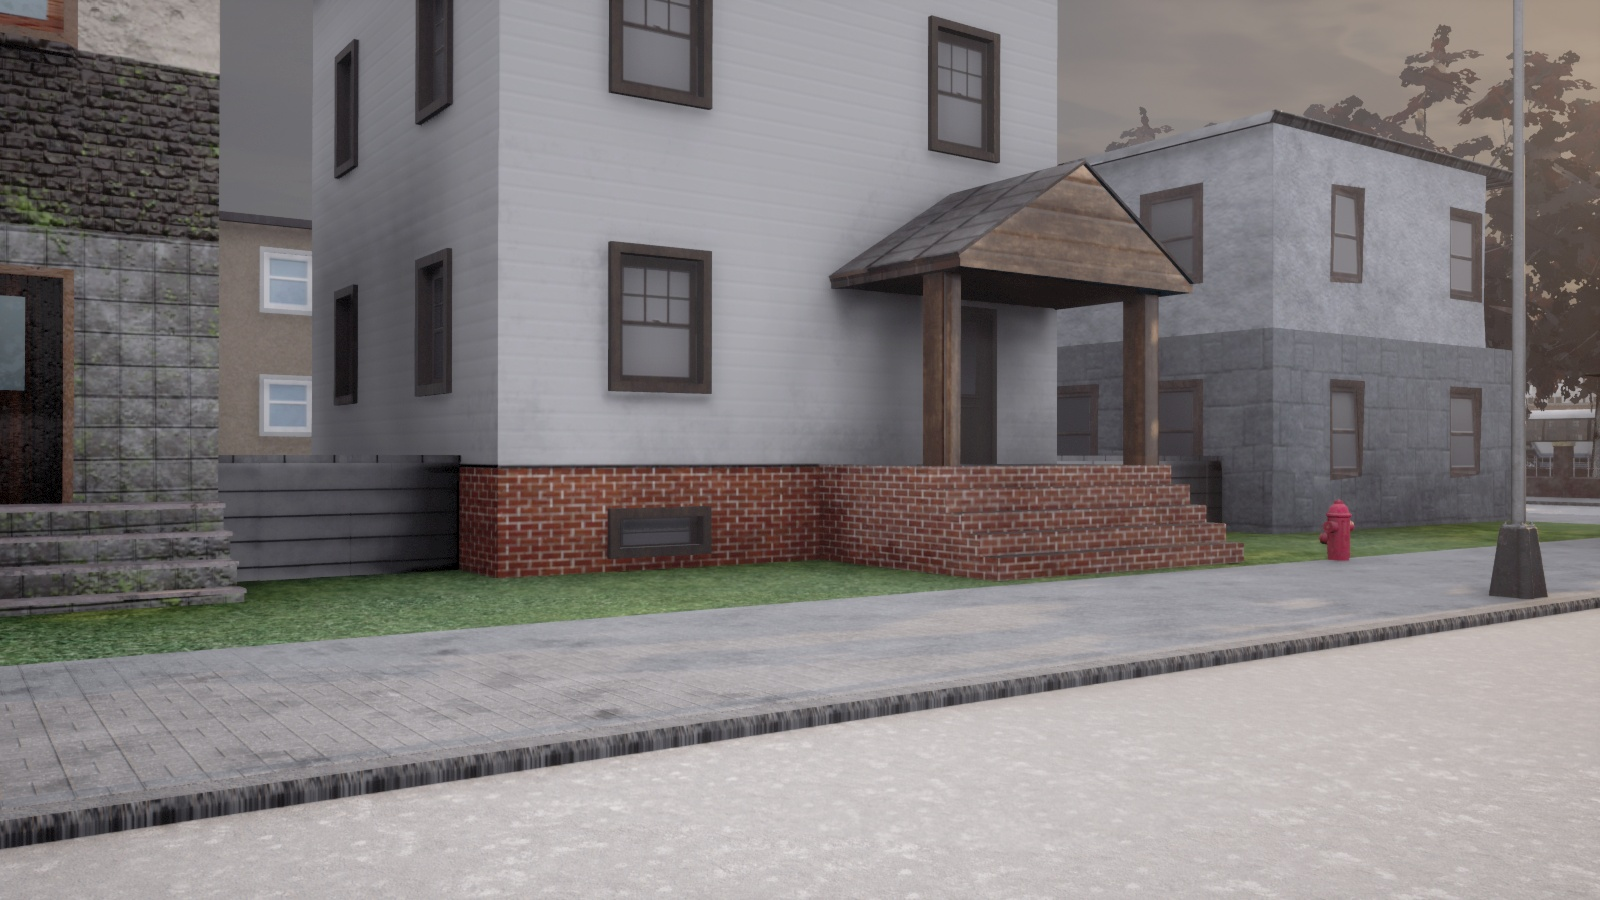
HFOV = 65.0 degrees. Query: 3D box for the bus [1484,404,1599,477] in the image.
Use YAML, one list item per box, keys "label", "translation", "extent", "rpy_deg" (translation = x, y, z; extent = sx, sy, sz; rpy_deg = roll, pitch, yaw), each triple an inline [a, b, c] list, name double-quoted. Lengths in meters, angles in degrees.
- label: "bus"
  translation: [47.707, -0.547, 76.169]
  extent: [3.944, 4.253, 10.273]
  rpy_deg: [0, 0, -34]
